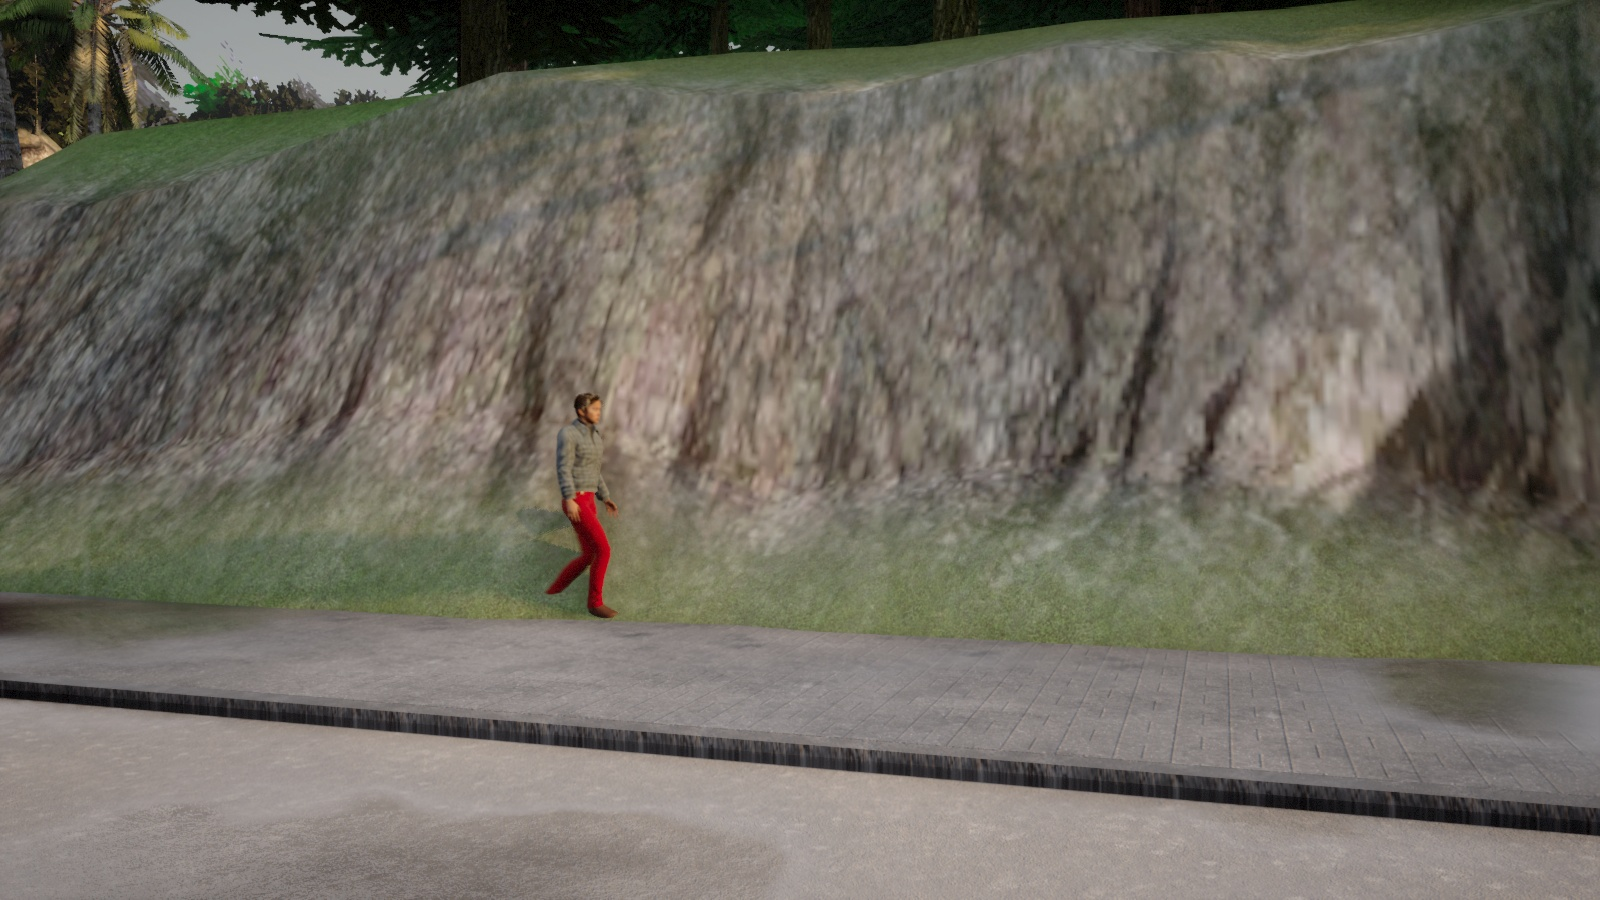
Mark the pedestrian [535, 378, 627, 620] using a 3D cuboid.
[{"bbox_3d":[-1.720,0.372,9.856,0.614,1.847,0.353,1,1,19],"label":"pedestrian"}]
